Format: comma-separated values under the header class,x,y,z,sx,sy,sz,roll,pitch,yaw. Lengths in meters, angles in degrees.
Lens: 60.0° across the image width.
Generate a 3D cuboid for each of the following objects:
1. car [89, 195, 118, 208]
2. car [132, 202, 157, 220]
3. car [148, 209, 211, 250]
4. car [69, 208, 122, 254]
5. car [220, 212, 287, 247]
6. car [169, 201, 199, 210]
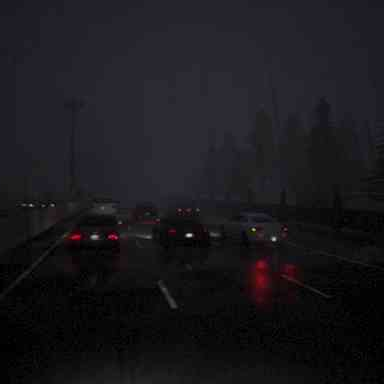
class,x,y,z,sx,sy,sz,roll,pitch,yaw
car,-7.535,1.308,28.313,2.150,2.045,5.566,1,0,-14
car,-4.250,1.627,29.599,1.882,1.535,5.008,1,0,-14
car,-0.586,1.663,14.887,1.994,1.385,4.181,1,0,-14
car,-3.907,1.588,13.728,2.033,1.411,5.357,1,0,-14
car,2.790,1.681,15.816,1.812,1.442,4.674,1,0,-14
car,-0.760,1.555,30.067,2.097,1.767,4.553,1,-1,-14
